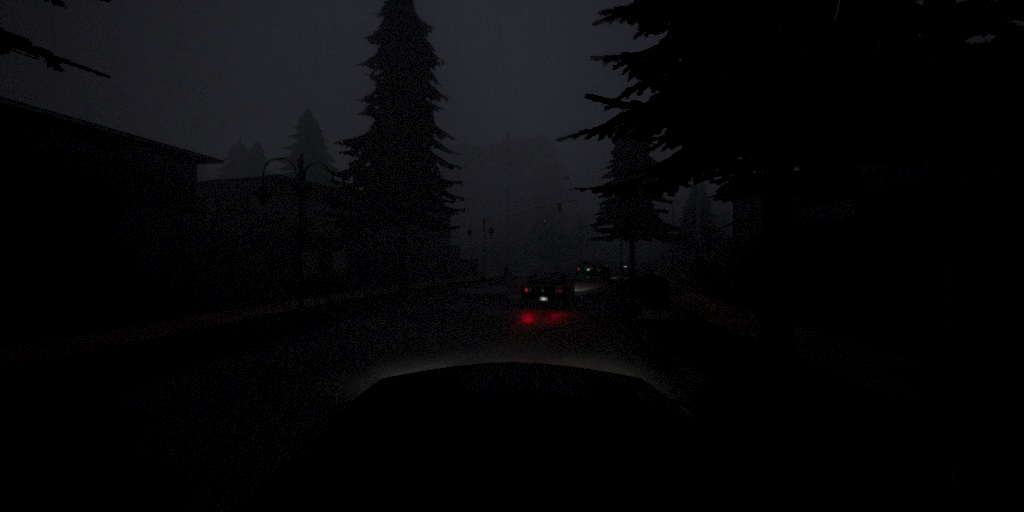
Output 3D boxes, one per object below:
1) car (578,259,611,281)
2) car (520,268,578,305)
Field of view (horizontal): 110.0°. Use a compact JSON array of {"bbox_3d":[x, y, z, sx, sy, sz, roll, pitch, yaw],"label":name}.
[{"bbox_3d":[6.815,1.113,29.607,2.097,1.767,4.553,0,0,25],"label":"car"},{"bbox_3d":[1.740,1.363,15.973,1.895,1.301,4.718,0,0,14],"label":"car"}]
